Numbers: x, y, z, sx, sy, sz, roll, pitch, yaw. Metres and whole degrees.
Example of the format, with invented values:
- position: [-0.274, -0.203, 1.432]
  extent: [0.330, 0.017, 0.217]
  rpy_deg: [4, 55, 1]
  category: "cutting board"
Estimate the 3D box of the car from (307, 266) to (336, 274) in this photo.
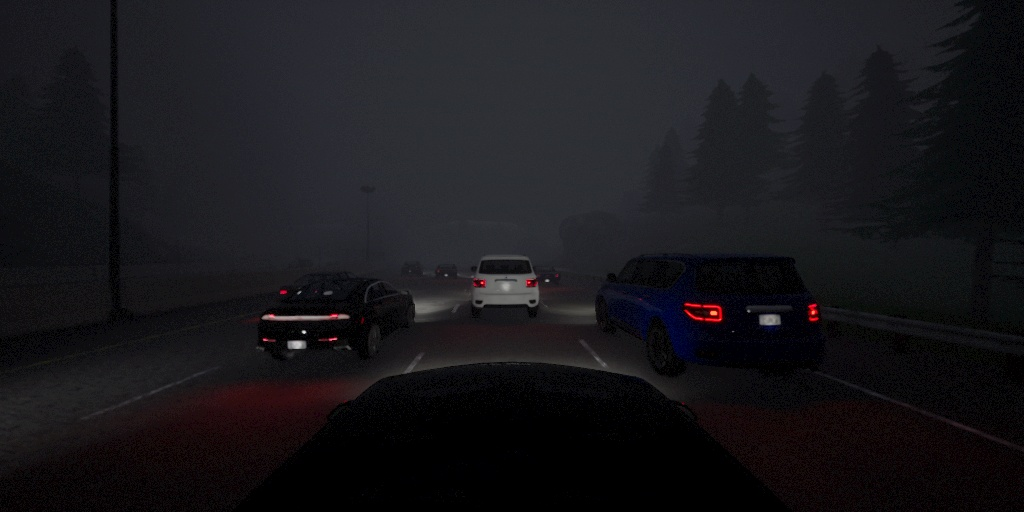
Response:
- position: [-7.429, 1.303, 14.832]
  extent: [2.033, 1.411, 5.357]
  rpy_deg: [0, 0, -4]
  category: "car"

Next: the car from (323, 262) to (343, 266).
- position: [-22.672, 1.407, 45.155]
  extent: [1.895, 1.301, 4.718]
  rpy_deg: [0, 0, -13]
  category: "car"

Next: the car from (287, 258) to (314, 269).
- position: [-26.086, 0.950, 44.379]
  extent: [2.128, 1.511, 4.902]
  rpy_deg: [0, 0, -13]
  category: "car"

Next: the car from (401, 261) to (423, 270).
- position: [-10.200, 1.238, 36.795]
  extent: [2.128, 1.511, 4.902]
  rpy_deg: [0, 0, -10]
  category: "car"

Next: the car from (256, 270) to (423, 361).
- position: [-3.623, 1.244, 8.322]
  extent: [2.128, 1.511, 4.902]
  rpy_deg: [0, 0, -2]
  category: "car"

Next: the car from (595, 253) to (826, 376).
- position: [3.431, 0.961, 7.565]
  extent: [2.150, 2.045, 5.566]
  rpy_deg: [0, 0, -2]
  category: "car"

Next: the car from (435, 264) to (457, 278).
- position: [-5.975, 1.342, 32.900]
  extent: [1.895, 1.301, 4.718]
  rpy_deg: [0, 0, -9]
  category: "car"

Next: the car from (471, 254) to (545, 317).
- position: [-0.340, 0.965, 13.282]
  extent: [2.150, 2.045, 5.566]
  rpy_deg: [0, 0, -3]
  category: "car"

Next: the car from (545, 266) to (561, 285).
- position: [2.066, 1.331, 25.756]
  extent: [1.895, 1.301, 4.718]
  rpy_deg: [0, 0, -7]
  category: "car"
